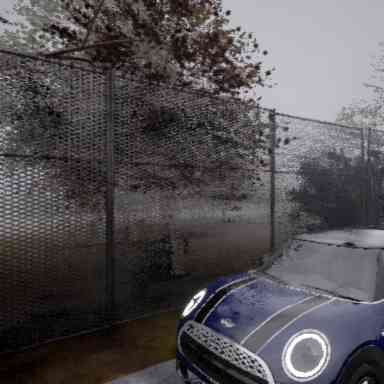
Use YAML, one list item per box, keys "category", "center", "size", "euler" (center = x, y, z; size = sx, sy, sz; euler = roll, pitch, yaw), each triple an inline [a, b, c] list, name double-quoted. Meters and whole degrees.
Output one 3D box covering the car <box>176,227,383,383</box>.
- category: "car"
  center: [2.019, 1.351, 4.496]
  size: [4.553, 1.767, 2.097]
  euler: [0, 0, -35]
